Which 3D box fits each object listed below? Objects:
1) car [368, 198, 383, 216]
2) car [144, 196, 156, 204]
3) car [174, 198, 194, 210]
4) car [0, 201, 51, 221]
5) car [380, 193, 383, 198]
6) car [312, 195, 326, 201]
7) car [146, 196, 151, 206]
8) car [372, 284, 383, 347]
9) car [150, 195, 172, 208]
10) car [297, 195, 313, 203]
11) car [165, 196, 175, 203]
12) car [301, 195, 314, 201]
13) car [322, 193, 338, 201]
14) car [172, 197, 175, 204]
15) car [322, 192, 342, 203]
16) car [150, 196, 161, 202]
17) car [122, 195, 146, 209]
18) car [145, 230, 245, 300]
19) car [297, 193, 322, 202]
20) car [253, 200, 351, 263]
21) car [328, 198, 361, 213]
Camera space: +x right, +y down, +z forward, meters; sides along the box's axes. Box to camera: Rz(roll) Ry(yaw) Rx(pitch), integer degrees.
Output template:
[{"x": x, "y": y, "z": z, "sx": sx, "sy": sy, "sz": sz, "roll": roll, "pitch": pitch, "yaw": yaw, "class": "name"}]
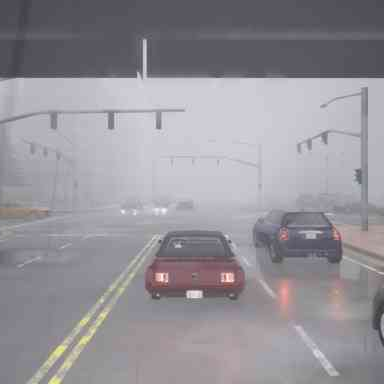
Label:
[{"x": 19.266, "y": 1.505, "z": 30.398, "sx": 4.892, "sy": 1.490, "sz": 1.837, "roll": 0, "pitch": 0, "yaw": 1, "class": "car"}, {"x": -8.025, "y": 1.526, "z": 63.978, "sx": 1.812, "sy": 1.442, "sz": 4.674, "roll": 0, "pitch": 0, "yaw": 0, "class": "car"}, {"x": -0.836, "y": 1.525, "z": 42.201, "sx": 1.812, "sy": 1.442, "sz": 4.674, "roll": 0, "pitch": 0, "yaw": 2, "class": "car"}, {"x": -13.997, "y": 1.478, "z": 26.693, "sx": 5.008, "sy": 1.535, "sz": 1.882, "roll": 0, "pitch": 0, "yaw": -3, "class": "car"}, {"x": 39.115, "y": 1.153, "z": 65.724, "sx": 1.932, "sy": 1.855, "sz": 4.605, "roll": 0, "pitch": 0, "yaw": 0, "class": "car"}, {"x": 30.842, "y": 1.364, "z": 80.714, "sx": 1.784, "sy": 1.438, "sz": 3.905, "roll": 0, "pitch": 0, "yaw": 0, "class": "car"}, {"x": -8.012, "y": 1.478, "z": 53.972, "sx": 1.882, "sy": 1.535, "sz": 5.008, "roll": 0, "pitch": 0, "yaw": 0, "class": "car"}, {"x": 3.601, "y": 1.505, "z": 3.037, "sx": 1.837, "sy": 1.490, "sz": 4.892, "roll": 0, "pitch": 0, "yaw": 0, "class": "car"}, {"x": -4.491, "y": 1.491, "z": 49.564, "sx": 2.128, "sy": 1.511, "sz": 4.902, "roll": 0, "pitch": 0, "yaw": 0, "class": "car"}, {"x": 22.218, "y": 1.395, "z": 65.590, "sx": 1.970, "sy": 1.475, "sz": 3.806, "roll": 0, "pitch": 0, "yaw": 0, "class": "car"}, {"x": -4.517, "y": 1.601, "z": 68.761, "sx": 1.895, "sy": 1.301, "sz": 4.718, "roll": 0, "pitch": 0, "yaw": 0, "class": "car"}, {"x": 27.947, "y": 1.395, "z": 80.707, "sx": 1.970, "sy": 1.475, "sz": 3.806, "roll": 0, "pitch": 0, "yaw": 0, "class": "car"}, {"x": 33.525, "y": 1.153, "z": 80.771, "sx": 1.932, "sy": 1.855, "sz": 4.605, "roll": 0, "pitch": 0, "yaw": 0, "class": "car"}, {"x": -4.529, "y": 1.352, "z": 58.606, "sx": 2.097, "sy": 1.767, "sz": 4.553, "roll": 0, "pitch": 0, "yaw": 0, "class": "car"}, {"x": 19.557, "y": 1.156, "z": 48.116, "sx": 1.905, "sy": 1.878, "sz": 3.866, "roll": 0, "pitch": 0, "yaw": 0, "class": "car"}, {"x": -8.044, "y": 1.552, "z": 73.990, "sx": 1.994, "sy": 1.385, "sz": 4.181, "roll": 0, "pitch": 0, "yaw": 0, "class": "car"}, {"x": -8.030, "y": 1.352, "z": 44.802, "sx": 2.097, "sy": 1.767, "sz": 4.553, "roll": 0, "pitch": 0, "yaw": 2, "class": "car"}, {"x": 0.070, "y": 1.601, "z": 8.361, "sx": 1.895, "sy": 1.301, "sz": 4.718, "roll": 0, "pitch": 0, "yaw": 0, "class": "car"}, {"x": 16.663, "y": 1.153, "z": 48.163, "sx": 1.932, "sy": 1.855, "sz": 4.605, "roll": 0, "pitch": 0, "yaw": 0, "class": "car"}, {"x": 3.585, "y": 1.352, "z": 12.126, "sx": 2.097, "sy": 1.767, "sz": 4.553, "roll": 0, "pitch": 0, "yaw": 0, "class": "car"}, {"x": 16.682, "y": 1.564, "z": 33.932, "sx": 4.181, "sy": 1.385, "sz": 1.994, "roll": 0, "pitch": 0, "yaw": 1, "class": "car"}]
